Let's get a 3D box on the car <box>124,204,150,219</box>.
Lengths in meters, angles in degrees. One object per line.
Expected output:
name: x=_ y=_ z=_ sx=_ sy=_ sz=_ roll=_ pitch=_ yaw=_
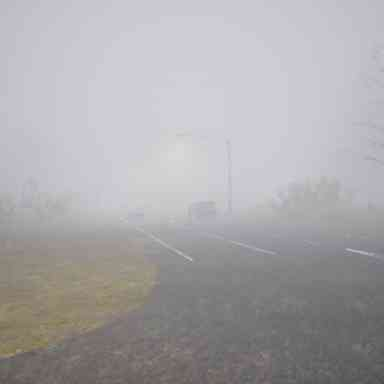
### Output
car: x=-7.091 y=2.628 z=42.488 sx=2.033 sy=1.411 sz=5.357 roll=-1 pitch=-1 yaw=-16

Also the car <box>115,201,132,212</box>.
car: x=-13.754 y=2.937 z=67.126 sx=2.150 sy=2.045 sz=5.566 roll=-1 pitch=-1 yaw=-10

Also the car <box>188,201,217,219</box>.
car: x=1.139 y=2.079 z=39.144 sx=2.150 sy=2.045 sz=5.566 roll=-1 pitch=-1 yaw=-17

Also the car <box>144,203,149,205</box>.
car: x=-11.348 y=3.481 z=80.801 sx=2.033 sy=1.411 sz=5.357 roll=-1 pitch=-1 yaw=-17
